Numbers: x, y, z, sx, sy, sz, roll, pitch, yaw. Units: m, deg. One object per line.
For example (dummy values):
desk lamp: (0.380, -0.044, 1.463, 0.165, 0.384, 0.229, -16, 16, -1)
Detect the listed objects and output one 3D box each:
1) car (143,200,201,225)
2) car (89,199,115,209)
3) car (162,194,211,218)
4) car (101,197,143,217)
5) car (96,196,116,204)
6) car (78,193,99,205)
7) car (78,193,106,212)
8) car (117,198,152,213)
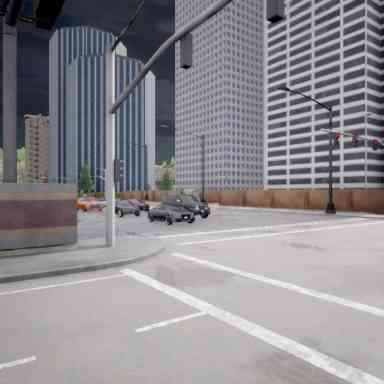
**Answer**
car: (-1.563, 1.564, 24.257, 1.994, 1.385, 4.181, 0, 0, -35)
car: (-12.429, 1.601, 45.744, 1.895, 1.301, 4.718, 0, 0, -35)
car: (-0.715, 1.221, 29.123, 2.150, 2.045, 5.566, 0, 0, -35)
car: (-6.541, 1.505, 31.303, 1.837, 1.490, 4.892, 0, 0, -35)
car: (-16.667, 1.547, 64.169, 2.033, 1.411, 5.357, 0, 0, -34)
car: (-19.256, 1.222, 61.786, 2.150, 2.045, 5.566, 0, 0, -35)
car: (-12.189, 1.352, 39.315, 2.097, 1.767, 4.553, 0, 0, -35)
car: (-6.508, 1.478, 37.328, 1.882, 1.535, 5.008, 0, 0, -35)
